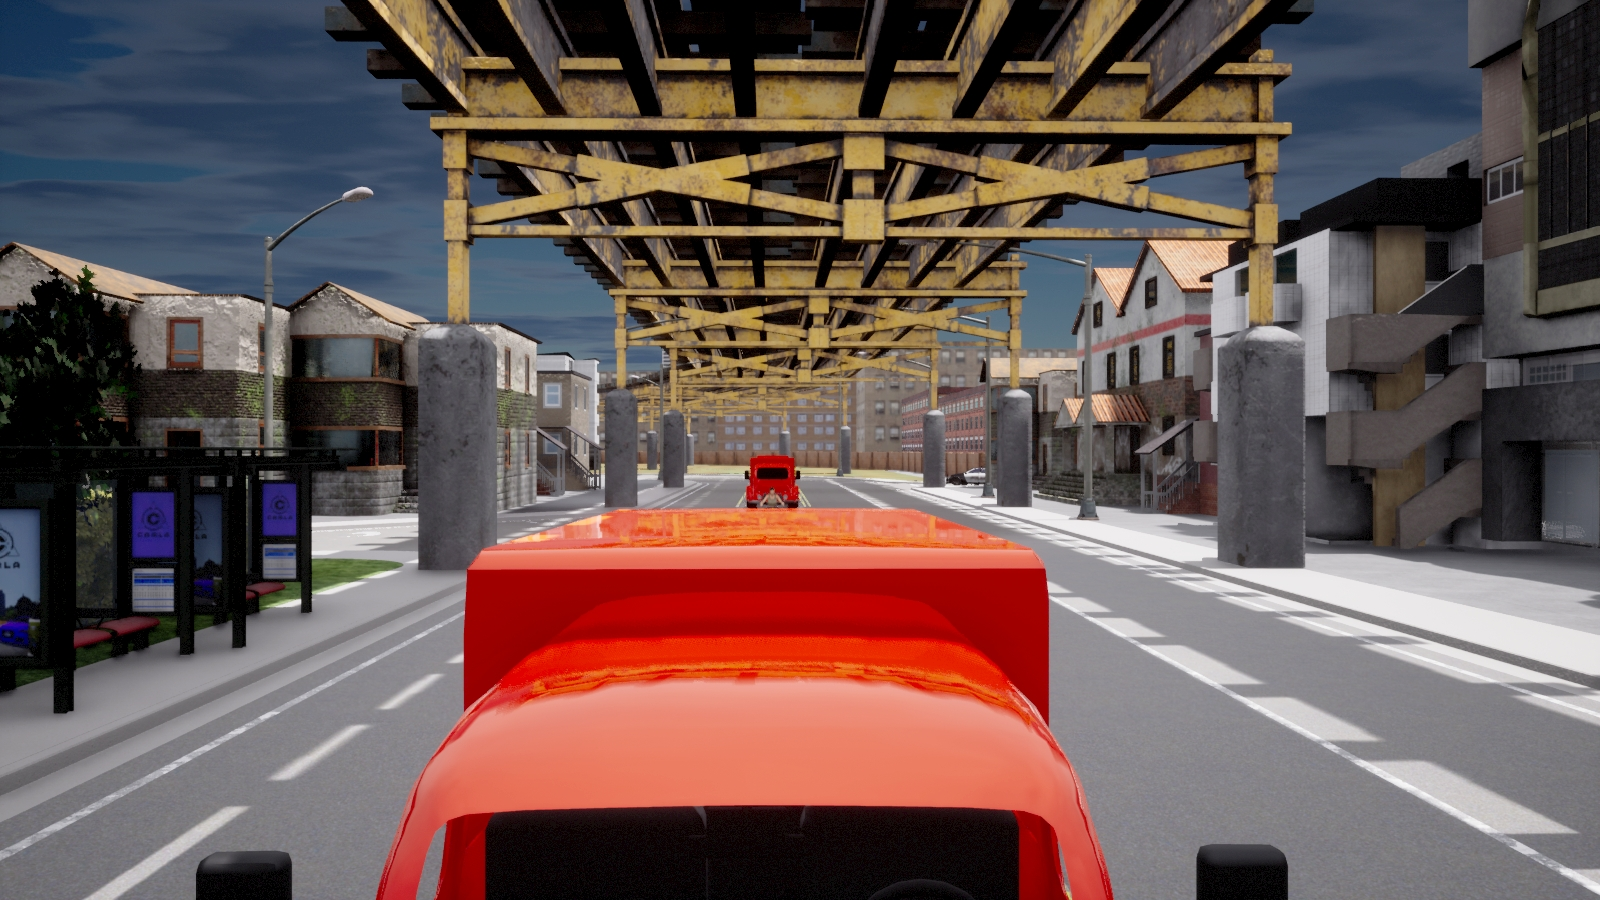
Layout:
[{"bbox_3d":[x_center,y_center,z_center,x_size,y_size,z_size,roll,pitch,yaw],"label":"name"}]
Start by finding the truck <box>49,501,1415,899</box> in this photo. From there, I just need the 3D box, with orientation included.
[{"bbox_3d":[-0.167,1.568,4.802,2.627,2.467,5.204,0,0,-1],"label":"truck"}]

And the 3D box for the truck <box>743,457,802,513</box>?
[{"bbox_3d":[-1.289,1.568,53.307,2.627,2.467,5.204,0,0,-1],"label":"truck"}]
